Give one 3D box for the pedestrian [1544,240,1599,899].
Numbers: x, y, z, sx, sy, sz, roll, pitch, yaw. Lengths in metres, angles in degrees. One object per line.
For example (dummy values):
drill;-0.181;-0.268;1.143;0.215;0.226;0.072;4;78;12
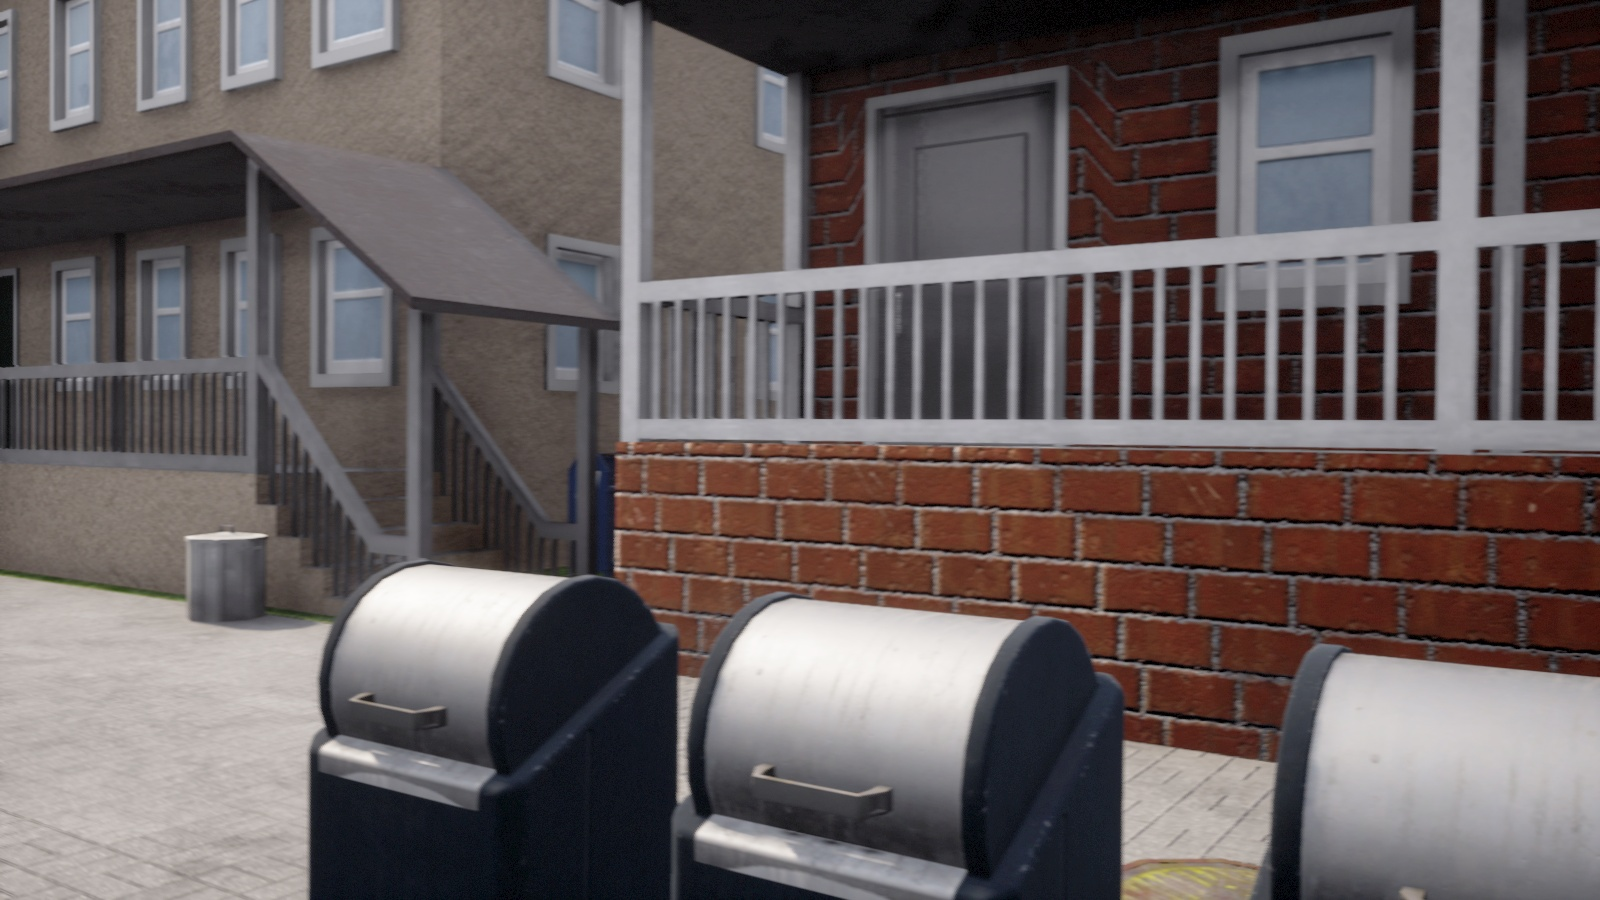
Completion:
pedestrian;2.543;0.370;3.511;0.396;1.930;0.692;-1;1;-34
